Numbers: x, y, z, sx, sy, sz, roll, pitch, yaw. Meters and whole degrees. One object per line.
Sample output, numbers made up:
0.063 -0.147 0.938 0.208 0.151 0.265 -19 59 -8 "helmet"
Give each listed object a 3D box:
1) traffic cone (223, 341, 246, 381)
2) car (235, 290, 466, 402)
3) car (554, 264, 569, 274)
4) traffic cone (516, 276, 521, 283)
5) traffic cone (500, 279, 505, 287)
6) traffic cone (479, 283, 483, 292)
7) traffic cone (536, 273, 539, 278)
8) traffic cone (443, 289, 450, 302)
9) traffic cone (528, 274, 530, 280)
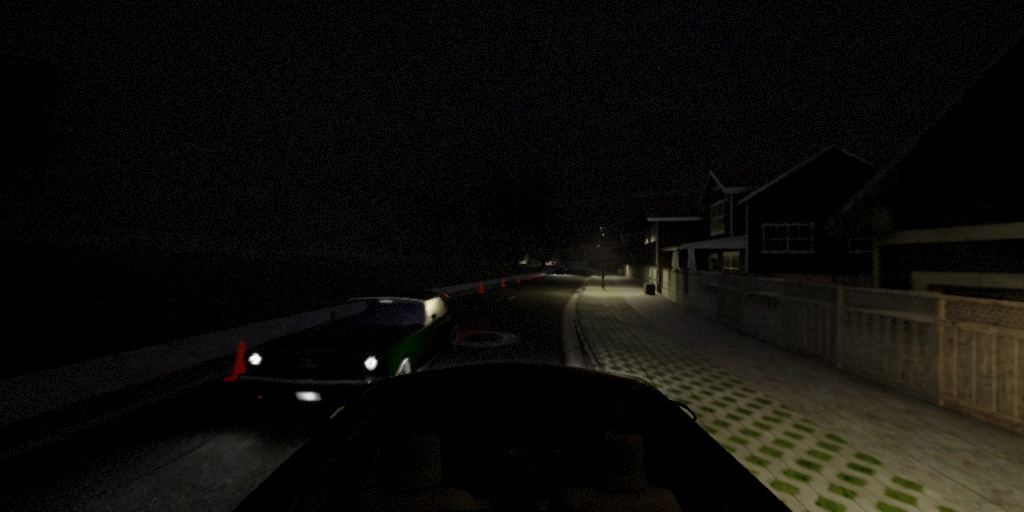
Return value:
-4.381 1.675 5.809 0.340 0.580 0.340 0 0 4 "traffic cone"
-2.202 1.341 6.388 1.895 1.301 4.718 0 0 5 "car"
7.453 1.980 53.939 1.812 1.442 4.674 0 -1 8 "car"
0.530 1.990 30.716 0.340 0.580 0.340 0 0 14 "traffic cone"
-0.646 1.904 25.857 0.340 0.580 0.340 0 0 14 "traffic cone"
-1.822 1.825 20.997 0.340 0.580 0.340 0 0 14 "traffic cone"
2.882 2.163 40.434 0.340 0.580 0.340 0 0 14 "traffic cone"
-2.981 1.755 16.054 0.340 0.580 0.340 0 0 12 "traffic cone"
1.706 2.077 35.575 0.340 0.580 0.340 0 0 14 "traffic cone"
